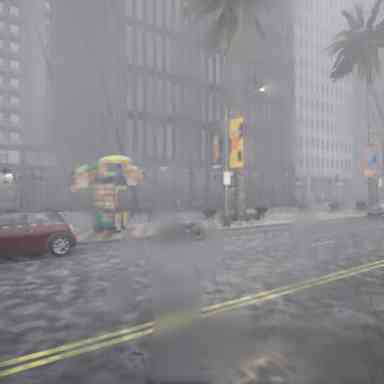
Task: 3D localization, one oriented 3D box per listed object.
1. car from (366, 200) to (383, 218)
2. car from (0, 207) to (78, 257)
[{"bbox_3d":[17.124,1.460,29.065,4.892,1.521,2.231,0,0,-36],"label":"car"},{"bbox_3d":[-6.518,1.410,11.630,4.553,1.767,2.185,0,0,-36],"label":"car"}]
